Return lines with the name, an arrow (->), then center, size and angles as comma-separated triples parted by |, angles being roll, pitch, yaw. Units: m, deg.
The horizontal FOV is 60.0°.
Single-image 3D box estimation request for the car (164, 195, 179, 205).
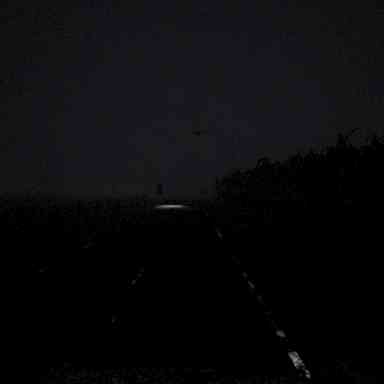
car -> -2.820, 1.152, 46.565 | 1.994, 1.385, 4.181 | 0, 0, 0
